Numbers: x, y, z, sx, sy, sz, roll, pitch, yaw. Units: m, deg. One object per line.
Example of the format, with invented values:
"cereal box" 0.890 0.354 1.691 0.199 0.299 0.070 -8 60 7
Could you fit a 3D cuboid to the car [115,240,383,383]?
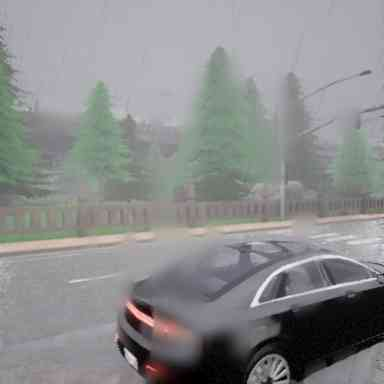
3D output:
"car" 1.403 1.460 4.719 4.902 1.511 2.128 0 0 -34
